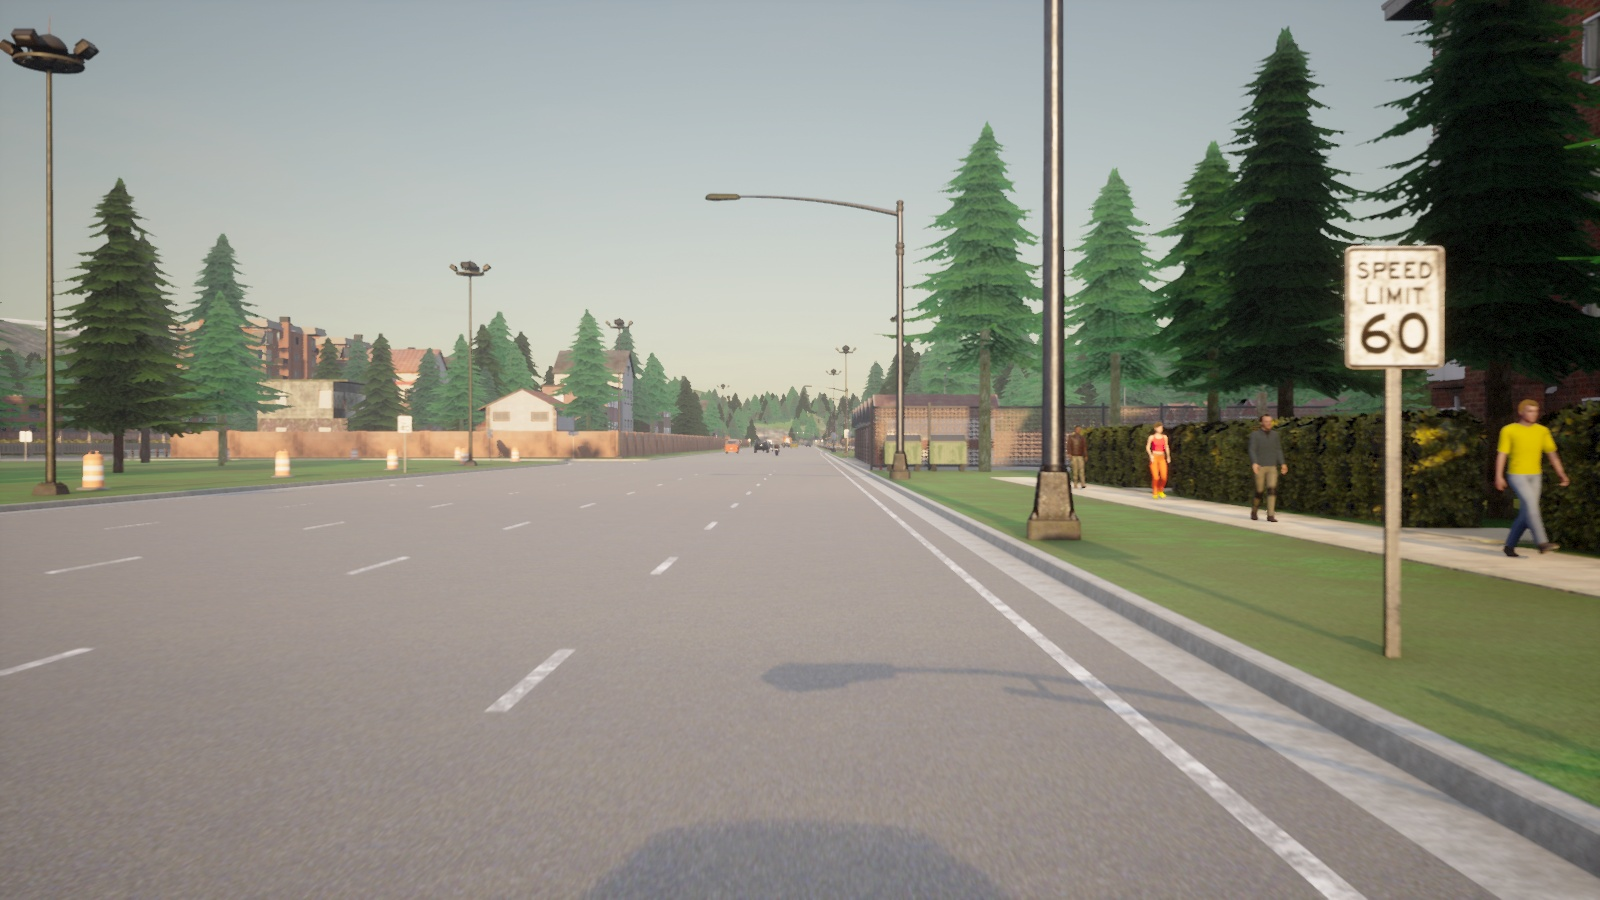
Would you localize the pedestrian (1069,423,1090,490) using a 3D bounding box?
[{"bbox_3d":[7.752,0.184,34.825,0.431,1.840,0.703,0,0,1],"label":"pedestrian"}]

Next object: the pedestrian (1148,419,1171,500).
[{"bbox_3d":[8.261,0.218,28.851,0.345,1.836,0.594,0,0,0],"label":"pedestrian"}]

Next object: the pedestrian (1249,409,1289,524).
[{"bbox_3d":[7.678,0.265,20.593,0.402,1.842,0.726,0,0,2],"label":"pedestrian"}]

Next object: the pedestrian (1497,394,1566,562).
[{"bbox_3d":[8.162,0.302,14.033,0.354,1.836,0.706,0,0,0],"label":"pedestrian"}]
